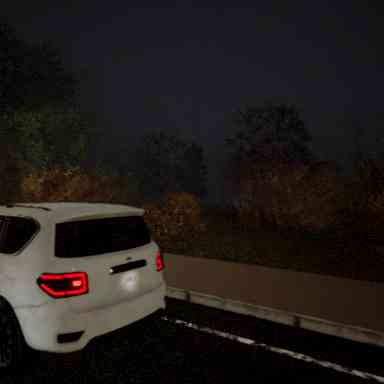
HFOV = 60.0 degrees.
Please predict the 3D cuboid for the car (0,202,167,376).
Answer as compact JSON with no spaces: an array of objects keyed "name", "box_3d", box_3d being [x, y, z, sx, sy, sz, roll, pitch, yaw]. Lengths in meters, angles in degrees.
[{"name":"car","box_3d":[-3.001,1.199,5.786,5.566,2.045,2.150,0,0,35]}]
